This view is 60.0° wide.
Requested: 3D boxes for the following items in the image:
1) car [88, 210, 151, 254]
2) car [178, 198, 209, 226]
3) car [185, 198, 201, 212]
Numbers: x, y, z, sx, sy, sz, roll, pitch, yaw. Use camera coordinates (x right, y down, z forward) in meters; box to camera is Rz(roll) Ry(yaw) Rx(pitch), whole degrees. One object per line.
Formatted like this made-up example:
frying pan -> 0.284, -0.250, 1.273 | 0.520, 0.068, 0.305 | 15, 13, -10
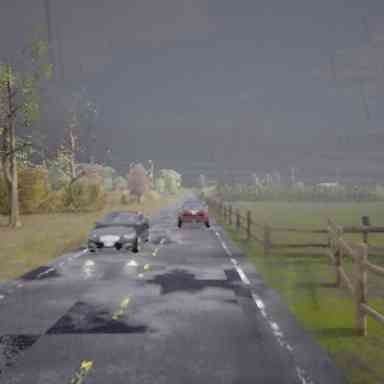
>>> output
car -> -2.845, 1.523, 13.859 | 2.128, 1.511, 4.902 | 0, 0, 0
car -> 0.102, 1.403, 23.765 | 2.097, 1.767, 4.553 | 0, 0, 0
car -> 0.104, 1.586, 41.777 | 1.837, 1.490, 4.892 | 0, 0, 0
